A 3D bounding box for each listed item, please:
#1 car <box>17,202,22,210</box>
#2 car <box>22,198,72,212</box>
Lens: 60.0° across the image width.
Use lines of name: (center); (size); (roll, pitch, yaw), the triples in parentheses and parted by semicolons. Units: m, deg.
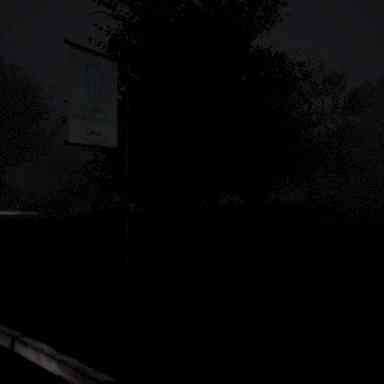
car: (-18.976, 1.481, 41.176); (2.128, 1.511, 4.902); (0, 0, 39)
car: (-16.513, 1.469, 38.651); (1.882, 1.535, 5.008); (0, 0, 39)
